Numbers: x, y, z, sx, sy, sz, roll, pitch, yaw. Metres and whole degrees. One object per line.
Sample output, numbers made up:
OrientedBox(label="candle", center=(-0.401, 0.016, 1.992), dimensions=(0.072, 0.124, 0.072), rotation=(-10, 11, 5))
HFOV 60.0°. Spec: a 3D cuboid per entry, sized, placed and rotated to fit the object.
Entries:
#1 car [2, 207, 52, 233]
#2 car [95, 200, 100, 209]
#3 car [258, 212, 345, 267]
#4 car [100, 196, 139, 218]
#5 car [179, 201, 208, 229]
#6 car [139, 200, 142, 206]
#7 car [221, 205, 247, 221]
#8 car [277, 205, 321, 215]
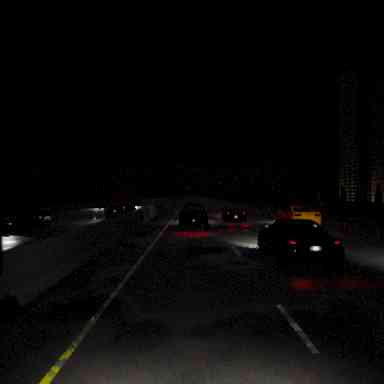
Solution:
OrientedBox(label="car", center=(-10.597, 1.669, 20.662), dimensions=(2.033, 1.411, 5.357), rotation=(0, 0, 0))
OrientedBox(label="car", center=(-14.043, 1.857, 52.931), dimensions=(1.812, 1.442, 4.674), rotation=(0, 0, 0))
OrientedBox(label="car", center=(3.601, 1.629, 11.678), dimensions=(1.994, 1.385, 4.181), rotation=(0, 0, 0))
OrientedBox(label="car", center=(-7.095, 1.425, 33.270), dimensions=(2.150, 2.045, 5.566), rotation=(0, 0, 0))
OrientedBox(label="car", center=(0.101, 1.613, 22.821), dimensions=(1.882, 1.535, 5.008), rotation=(0, 0, 0))
OrientedBox(label="car", center=(-10.527, 1.970, 61.725), dimensions=(1.994, 1.385, 4.181), rotation=(0, 0, 0))
OrientedBox(label="car", center=(3.604, 1.779, 29.460), dimensions=(1.895, 1.301, 4.718), rotation=(0, 0, 0))
OrientedBox(label="car", center=(7.103, 1.611, 22.679), dimensions=(1.882, 1.535, 5.008), rotation=(0, 0, 0))
